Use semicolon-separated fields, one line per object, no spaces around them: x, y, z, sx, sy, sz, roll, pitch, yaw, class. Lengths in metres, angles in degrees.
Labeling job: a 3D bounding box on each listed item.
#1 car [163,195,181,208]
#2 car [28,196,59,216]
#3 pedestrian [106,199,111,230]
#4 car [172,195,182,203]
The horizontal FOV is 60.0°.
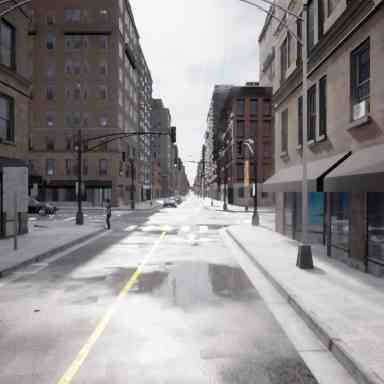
-3.184;1.524;48.997;2.033;1.411;5.357;0;0;0;car
-14.035;1.146;29.022;4.553;1.767;2.097;1;0;-1;car
-4.912;1.288;19.530;0.375;1.860;0.375;0;0;0;pedestrian
-3.083;1.465;69.404;1.837;1.490;4.892;0;0;0;car
